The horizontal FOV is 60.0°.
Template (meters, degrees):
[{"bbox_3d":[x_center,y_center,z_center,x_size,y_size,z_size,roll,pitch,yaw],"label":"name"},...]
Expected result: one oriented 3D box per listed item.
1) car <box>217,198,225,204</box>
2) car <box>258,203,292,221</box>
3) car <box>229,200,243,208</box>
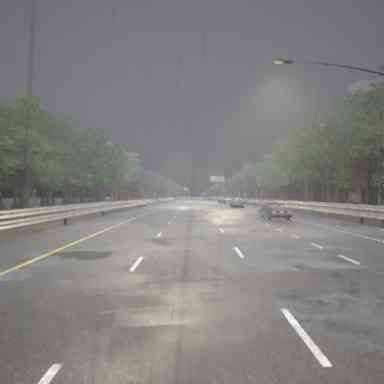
[{"bbox_3d":[7.427,2.290,85.002,1.812,1.442,4.674,0,-1,1],"label":"car"},{"bbox_3d":[7.056,1.653,28.593,2.033,1.411,5.357,0,0,0],"label":"car"},{"bbox_3d":[7.185,1.949,54.675,1.994,1.385,4.181,0,-1,0],"label":"car"}]
